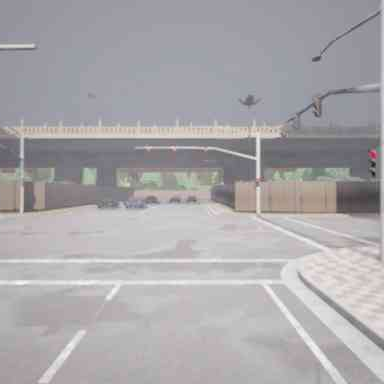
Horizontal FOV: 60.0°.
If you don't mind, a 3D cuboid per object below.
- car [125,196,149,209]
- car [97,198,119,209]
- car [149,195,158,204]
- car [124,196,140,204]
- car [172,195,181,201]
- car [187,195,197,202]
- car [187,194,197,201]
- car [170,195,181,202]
[{"bbox_3d":[-7.086,1.251,42.270,2.097,1.767,4.553,0,0,0],"label":"car"},{"bbox_3d":[-10.585,1.463,42.344,1.994,1.385,4.181,0,0,0],"label":"car"},{"bbox_3d":[-7.048,1.338,58.323,1.882,1.535,5.008,0,0,1],"label":"car"},{"bbox_3d":[-10.542,1.422,58.865,1.994,1.385,4.181,0,0,1],"label":"car"},{"bbox_3d":[-3.501,1.408,78.183,1.895,1.301,4.718,0,0,0],"label":"car"},{"bbox_3d":[-0.001,1.438,67.827,1.895,1.301,4.718,0,0,0],"label":"car"},{"bbox_3d":[-0.001,1.338,78.153,2.128,1.511,4.902,0,0,0],"label":"car"},{"bbox_3d":[-3.501,1.436,68.190,1.895,1.301,4.718,0,0,0],"label":"car"}]
